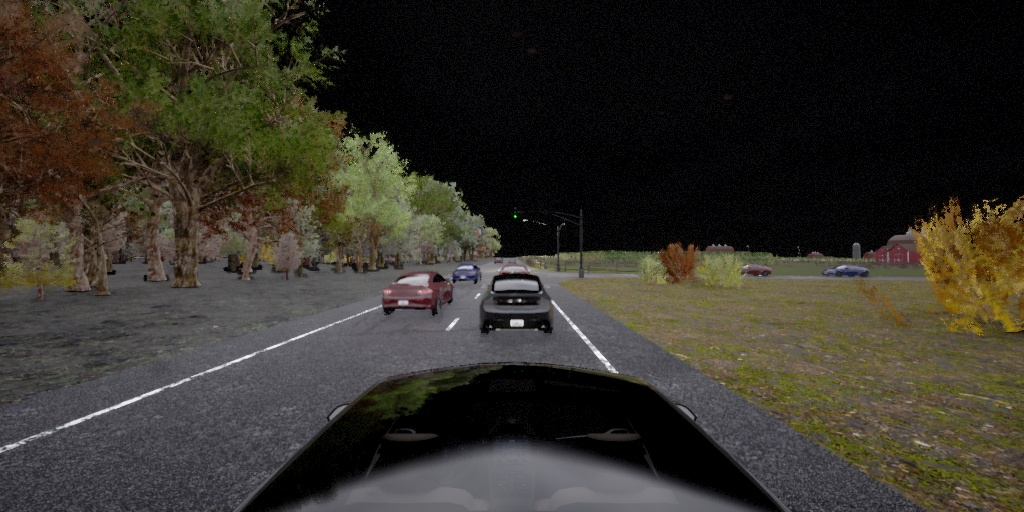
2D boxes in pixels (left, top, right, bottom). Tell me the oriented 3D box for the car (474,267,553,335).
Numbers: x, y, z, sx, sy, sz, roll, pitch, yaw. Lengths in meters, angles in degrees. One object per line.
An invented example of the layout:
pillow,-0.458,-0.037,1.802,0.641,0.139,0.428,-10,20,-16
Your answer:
car,0.112,1.258,10.544,1.837,1.490,4.892,0,0,0

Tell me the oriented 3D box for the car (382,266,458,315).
car,-3.381,1.278,13.457,1.812,1.442,4.674,0,0,0

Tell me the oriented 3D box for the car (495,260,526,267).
car,0.141,1.232,22.140,1.882,1.535,5.008,0,0,0

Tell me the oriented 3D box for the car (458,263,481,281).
car,-3.364,1.281,27.037,1.812,1.442,4.674,0,0,0

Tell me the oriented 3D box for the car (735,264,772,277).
car,27.855,1.637,42.061,4.674,1.442,1.812,1,-1,0

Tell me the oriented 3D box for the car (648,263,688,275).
car,18.057,1.496,42.140,4.902,1.511,2.128,1,-1,1

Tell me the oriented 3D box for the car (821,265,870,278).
car,39.041,1.759,41.985,4.674,1.442,1.812,1,-1,0
